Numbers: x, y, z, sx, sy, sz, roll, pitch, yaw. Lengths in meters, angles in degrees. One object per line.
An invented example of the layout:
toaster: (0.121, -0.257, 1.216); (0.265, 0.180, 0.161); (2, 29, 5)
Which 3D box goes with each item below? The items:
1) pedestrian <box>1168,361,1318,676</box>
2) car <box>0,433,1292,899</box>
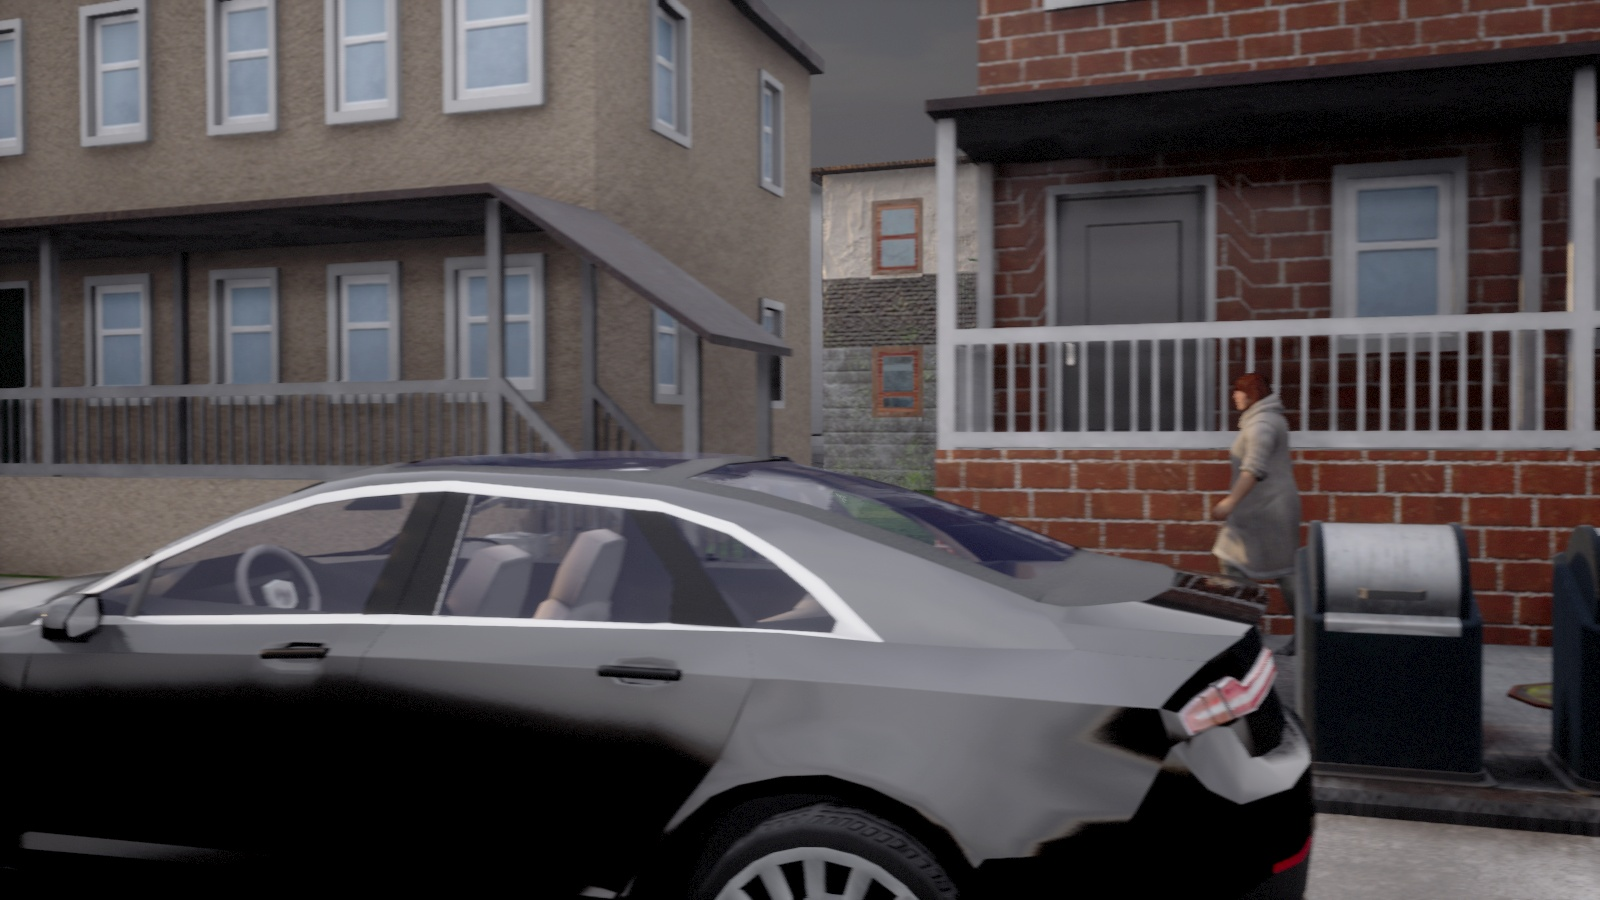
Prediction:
pedestrian: (2.899, 0.415, 8.232); (0.873, 1.952, 0.659); (1, 1, 20)
car: (-1.092, 0.714, 4.087); (4.902, 1.511, 2.128); (1, 1, 19)
